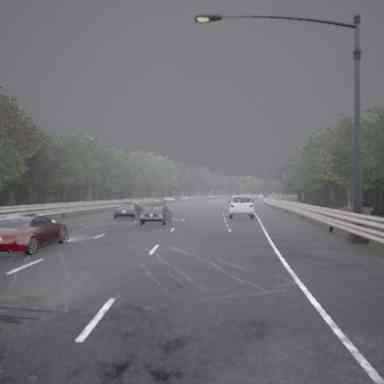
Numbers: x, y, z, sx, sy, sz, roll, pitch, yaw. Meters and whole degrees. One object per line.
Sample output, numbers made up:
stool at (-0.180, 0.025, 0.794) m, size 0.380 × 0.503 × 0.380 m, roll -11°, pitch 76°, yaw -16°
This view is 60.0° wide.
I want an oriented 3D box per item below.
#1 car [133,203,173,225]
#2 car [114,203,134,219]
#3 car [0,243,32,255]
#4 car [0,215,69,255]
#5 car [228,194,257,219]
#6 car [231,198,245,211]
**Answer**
car at (-2.585, 1.634, 24.744) m, size 2.033 × 1.411 × 5.357 m, roll 0°, pitch 0°, yaw 4°
car at (-5.680, 1.670, 30.410) m, size 1.994 × 1.385 × 4.181 m, roll 0°, pitch 0°, yaw 4°
car at (-3.356, 1.496, 2.214) m, size 2.128 × 1.511 × 4.902 m, roll 0°, pitch 0°, yaw 0°
car at (-6.617, 1.605, 13.459) m, size 1.994 × 1.385 × 4.181 m, roll 0°, pitch 0°, yaw 2°
car at (4.512, 1.337, 30.678) m, size 2.150 × 2.045 × 5.566 m, roll 0°, pitch 0°, yaw 7°
car at (6.231, 1.653, 45.237) m, size 1.882 × 1.535 × 5.008 m, roll 0°, pitch 0°, yaw 7°
